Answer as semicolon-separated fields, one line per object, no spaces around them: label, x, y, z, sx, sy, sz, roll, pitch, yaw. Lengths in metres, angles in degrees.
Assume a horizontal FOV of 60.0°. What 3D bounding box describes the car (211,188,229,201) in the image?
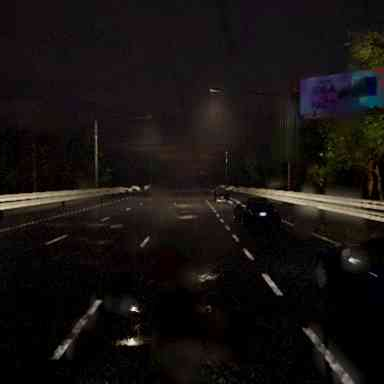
car;3.487;0.261;40.966;1.837;1.490;4.892;0;2;0

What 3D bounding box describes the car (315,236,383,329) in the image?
car;3.508;1.367;5.122;1.812;1.442;4.674;0;2;0

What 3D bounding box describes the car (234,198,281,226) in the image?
car;3.494;1.004;18.375;1.994;1.385;4.181;0;2;0
